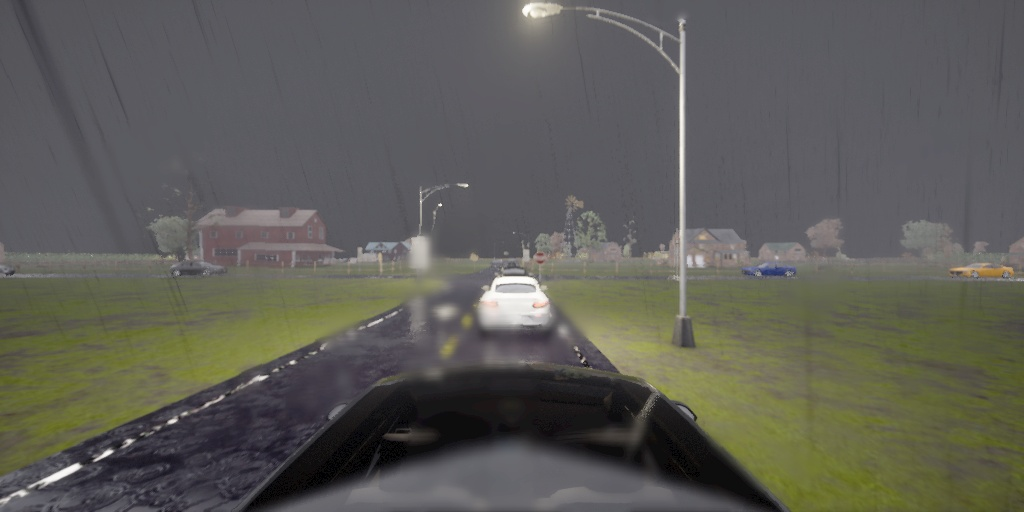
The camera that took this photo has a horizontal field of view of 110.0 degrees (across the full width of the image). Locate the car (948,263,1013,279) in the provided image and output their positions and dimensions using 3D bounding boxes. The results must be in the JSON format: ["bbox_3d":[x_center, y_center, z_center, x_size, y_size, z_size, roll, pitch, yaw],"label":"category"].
[{"bbox_3d":[47.864,1.511,36.704,5.008,1.535,1.882,1,0,1],"label":"car"}]

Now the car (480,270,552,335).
[{"bbox_3d":[0.096,1.300,10.530,1.812,1.442,4.674,0,0,0],"label":"car"}]

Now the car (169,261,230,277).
[{"bbox_3d":[-29.907,1.257,34.394,4.892,1.490,1.837,0,0,0],"label":"car"}]

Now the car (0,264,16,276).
[{"bbox_3d":[-51.140,1.230,34.632,4.674,1.442,1.812,0,0,1],"label":"car"}]

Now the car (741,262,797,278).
[{"bbox_3d":[26.383,1.411,36.941,5.008,1.535,1.882,0,0,0],"label":"car"}]

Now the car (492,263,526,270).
[{"bbox_3d":[0.091,1.302,19.632,1.837,1.490,4.892,0,0,0],"label":"car"}]

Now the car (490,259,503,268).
[{"bbox_3d":[-2.826,1.445,63.332,2.033,1.411,5.357,0,0,1],"label":"car"}]
